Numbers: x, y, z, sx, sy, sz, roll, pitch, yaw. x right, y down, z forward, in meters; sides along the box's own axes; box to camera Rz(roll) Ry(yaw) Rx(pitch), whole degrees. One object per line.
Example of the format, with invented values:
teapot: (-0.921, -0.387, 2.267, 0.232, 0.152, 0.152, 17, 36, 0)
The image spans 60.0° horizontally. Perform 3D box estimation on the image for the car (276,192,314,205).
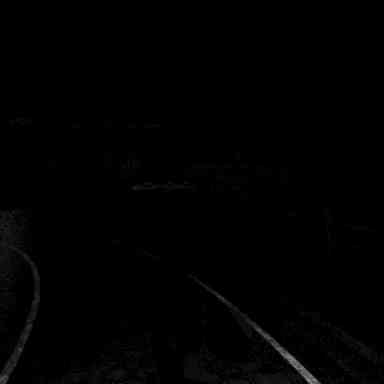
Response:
car: (12.033, 0.732, 38.807, 4.892, 1.490, 1.837, -2, 1, -28)

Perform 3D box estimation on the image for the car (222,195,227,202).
car: (6.562, 0.676, 47.785, 4.902, 1.511, 2.128, -2, 1, -27)

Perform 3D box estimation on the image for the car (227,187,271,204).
car: (7.984, 0.431, 44.585, 5.566, 2.045, 2.150, -1, 1, -27)
